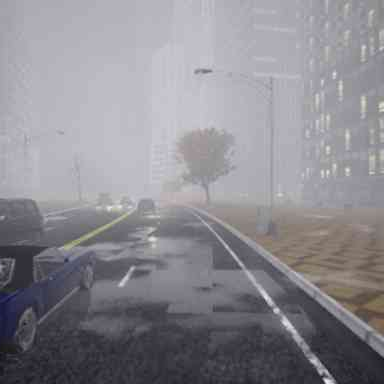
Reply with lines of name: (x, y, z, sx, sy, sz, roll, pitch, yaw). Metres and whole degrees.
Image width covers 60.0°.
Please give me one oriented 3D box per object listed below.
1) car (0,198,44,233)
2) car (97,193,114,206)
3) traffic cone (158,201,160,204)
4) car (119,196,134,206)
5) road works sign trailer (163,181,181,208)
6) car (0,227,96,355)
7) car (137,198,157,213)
car: (-6.776, 1.228, 10.813, 2.150, 2.045, 5.566, 0, 0, -2)
car: (-13.577, 1.125, 52.438, 2.150, 2.045, 5.566, 0, 0, -8)
traffic cone: (-5.016, 1.816, 52.146, 0.340, 0.580, 0.340, 0, 0, -8)
car: (-10.242, 1.412, 52.057, 1.812, 1.442, 4.674, 0, 0, -7)
road works sign trailer: (-2.713, 0.340, 45.390, 2.380, 3.560, 2.880, 0, 0, -8)
car: (-3.225, 1.602, 6.006, 1.895, 1.301, 4.718, 0, 0, -1)
car: (-4.960, 1.395, 36.587, 1.882, 1.535, 5.008, 0, 0, -6)
